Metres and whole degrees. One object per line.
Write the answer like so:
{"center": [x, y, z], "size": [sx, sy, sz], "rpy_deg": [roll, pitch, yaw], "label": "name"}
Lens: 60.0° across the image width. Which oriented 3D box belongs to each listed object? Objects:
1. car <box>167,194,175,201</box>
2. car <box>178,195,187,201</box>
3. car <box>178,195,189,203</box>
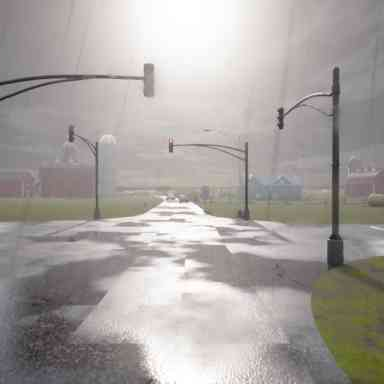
{"center": [-4.709, 1.182, 73.840], "size": [1.812, 1.442, 4.674], "rpy_deg": [0, 0, -3], "label": "car"}
{"center": [-2.333, 1.463, 79.825], "size": [1.837, 1.490, 4.892], "rpy_deg": [0, 0, -4], "label": "car"}
{"center": [-1.722, 1.623, 69.841], "size": [1.895, 1.301, 4.718], "rpy_deg": [0, 0, -3], "label": "car"}
